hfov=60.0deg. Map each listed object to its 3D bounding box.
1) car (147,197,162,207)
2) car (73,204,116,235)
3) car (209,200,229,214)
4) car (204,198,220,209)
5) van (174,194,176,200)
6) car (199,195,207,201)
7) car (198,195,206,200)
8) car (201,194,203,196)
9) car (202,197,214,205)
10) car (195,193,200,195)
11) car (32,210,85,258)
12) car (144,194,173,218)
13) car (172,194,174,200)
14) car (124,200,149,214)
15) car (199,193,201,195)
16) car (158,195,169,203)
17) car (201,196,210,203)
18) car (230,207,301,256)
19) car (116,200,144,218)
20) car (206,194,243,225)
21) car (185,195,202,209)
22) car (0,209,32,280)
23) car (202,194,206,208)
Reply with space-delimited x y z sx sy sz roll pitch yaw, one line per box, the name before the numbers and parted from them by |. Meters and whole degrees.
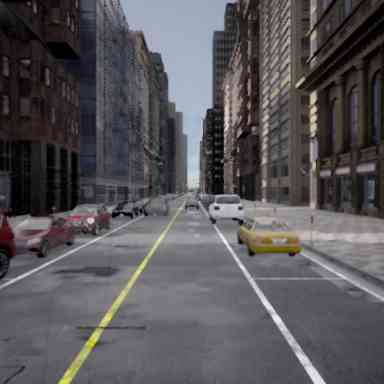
car | -5.773 1.534 51.879 1.887 1.381 4.507 0 0 0
car | -5.768 1.431 18.266 1.967 1.590 4.097 0 0 0
car | 2.755 1.570 35.087 1.802 1.307 4.206 0 0 0
car | 2.753 1.554 46.290 1.947 1.339 4.313 0 0 0
van | -5.779 1.336 85.493 1.690 1.788 3.998 0 0 0
car | 2.747 1.540 85.502 1.887 1.381 4.507 0 0 0
car | 2.746 1.541 91.105 1.887 1.381 4.507 0 0 0
car | 2.752 1.430 51.892 1.967 1.590 4.097 0 0 0
car | 2.751 1.556 57.493 1.947 1.339 4.313 0 0 0
car | -0.009 1.496 62.731 1.837 1.490 4.892 0 0 0
car | -5.767 1.575 12.665 1.802 1.307 4.206 0 0 0
car | -3.102 1.340 30.222 2.097 1.767 4.553 0 0 0
car | -5.776 1.538 74.287 1.887 1.381 4.507 0 0 0
car | -5.770 1.554 35.072 1.947 1.339 4.313 0 0 0
car | 2.750 1.431 63.095 1.967 1.590 4.097 0 0 0
car | -5.776 1.432 68.686 1.967 1.590 4.097 0 0 0
car | 2.750 1.574 68.697 1.802 1.307 4.206 0 0 0
car | 2.758 1.519 12.850 1.752 1.417 4.829 0 0 0
car | -5.769 1.554 29.471 1.947 1.339 4.313 0 0 0
car | 2.390 1.210 24.250 2.150 2.045 5.566 0 0 0
car | 0.022 1.536 44.208 2.033 1.411 5.357 0 0 1
car | -5.767 1.311 7.063 2.192 1.841 5.009 0 0 0
car | 2.753 1.303 40.688 2.192 1.841 5.009 0 0 0
